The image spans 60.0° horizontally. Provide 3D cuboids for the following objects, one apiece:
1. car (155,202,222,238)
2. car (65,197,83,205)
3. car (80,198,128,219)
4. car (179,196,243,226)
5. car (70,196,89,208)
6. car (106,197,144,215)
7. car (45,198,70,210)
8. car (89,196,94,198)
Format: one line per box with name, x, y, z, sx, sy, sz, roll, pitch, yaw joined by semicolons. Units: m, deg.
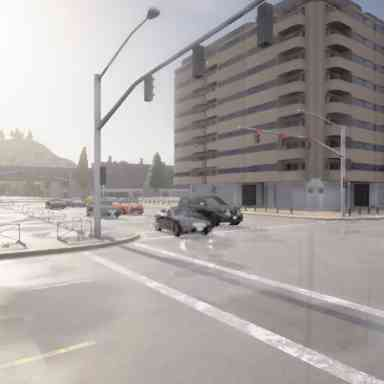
car;-0.607;1.532;18.200;2.128;1.511;4.902;0;-1;-24
car;-22.087;1.619;62.139;1.994;1.385;4.181;0;0;-35
car;-7.994;1.547;29.790;2.128;1.511;4.902;0;0;-35
car;1.058;1.274;23.197;2.150;2.045;5.566;0;0;-37
car;-17.025;1.581;48.642;1.812;1.442;4.674;0;0;-35
car;-6.656;1.408;33.957;2.097;1.767;4.553;0;0;-35
car;-18.093;1.561;44.073;1.837;1.490;4.892;0;0;-35
car;-19.679;1.533;64.794;1.882;1.535;5.008;0;0;-35
